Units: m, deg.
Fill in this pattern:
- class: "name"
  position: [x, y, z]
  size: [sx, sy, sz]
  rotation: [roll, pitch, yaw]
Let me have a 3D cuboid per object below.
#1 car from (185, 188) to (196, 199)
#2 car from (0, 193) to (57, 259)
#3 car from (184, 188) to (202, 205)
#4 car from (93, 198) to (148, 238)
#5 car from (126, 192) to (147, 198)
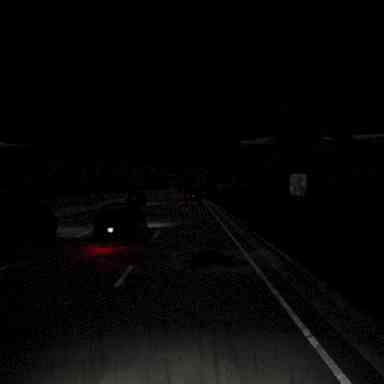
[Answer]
- class: "car"
  position: [-0.411, 0.250, 66.298]
  size: [2.150, 2.045, 5.566]
  rotation: [0, 1, -1]
- class: "car"
  position: [-6.851, 1.043, 11.914]
  size: [2.150, 2.045, 5.566]
  rotation: [0, 1, 0]
- class: "car"
  position: [0.163, 0.589, 43.110]
  size: [2.150, 2.045, 5.566]
  rotation: [0, 1, -1]
- class: "car"
  position: [-3.335, 1.267, 16.075]
  size: [1.837, 1.490, 4.892]
  rotation: [0, 1, 0]
- class: "car"
  position: [-6.820, 0.746, 41.214]
  size: [2.097, 1.767, 4.553]
  rotation: [0, 1, -1]
